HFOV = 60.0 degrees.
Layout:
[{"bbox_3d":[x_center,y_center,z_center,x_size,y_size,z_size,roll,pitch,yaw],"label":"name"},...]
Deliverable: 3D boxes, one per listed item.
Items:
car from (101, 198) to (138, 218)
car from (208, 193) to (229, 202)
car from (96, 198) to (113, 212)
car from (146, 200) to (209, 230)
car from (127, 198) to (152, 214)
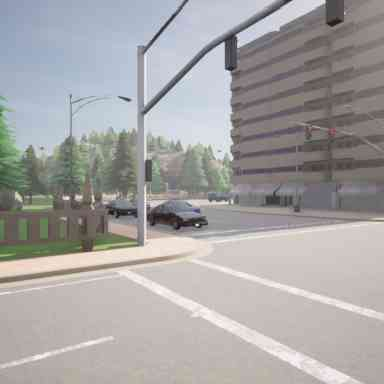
[{"bbox_3d":[-6.291,1.422,29.448,1.882,1.535,5.008,0,0,-28],"label":"car"},{"bbox_3d":[5.673,1.170,71.184,2.150,2.045,5.566,0,0,40],"label":"car"},{"bbox_3d":[-10.271,1.470,39.276,1.812,1.442,4.674,0,0,-14],"label":"car"},{"bbox_3d":[-1.197,1.492,21.118,2.033,1.411,5.357,0,0,-34],"label":"car"},{"bbox_3d":[-5.827,1.449,36.492,1.837,1.490,4.892,0,0,-20],"label":"car"}]
